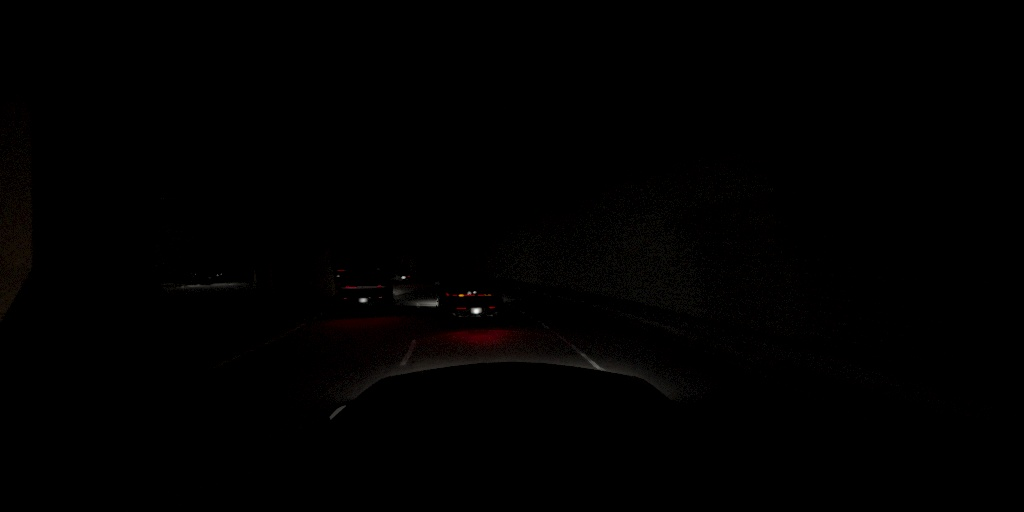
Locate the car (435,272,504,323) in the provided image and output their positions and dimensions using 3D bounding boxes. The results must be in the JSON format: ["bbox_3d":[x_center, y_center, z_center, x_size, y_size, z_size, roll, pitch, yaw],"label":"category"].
[{"bbox_3d":[-1.546,1.281,12.352,1.837,1.490,4.892,0,0,-13],"label":"car"}]

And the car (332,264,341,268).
[{"bbox_3d":[-15.327,1.376,29.834,2.128,1.511,4.902,0,0,-45],"label":"car"}]

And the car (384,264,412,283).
[{"bbox_3d":[-9.497,1.353,28.503,1.837,1.490,4.892,0,-1,-37],"label":"car"}]

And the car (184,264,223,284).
[{"bbox_3d":[-25.341,1.447,29.380,4.892,1.490,1.837,0,0,39],"label":"car"}]

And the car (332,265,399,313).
[{"bbox_3d":[-5.797,1.296,14.497,2.128,1.511,4.902,0,0,-18],"label":"car"}]
